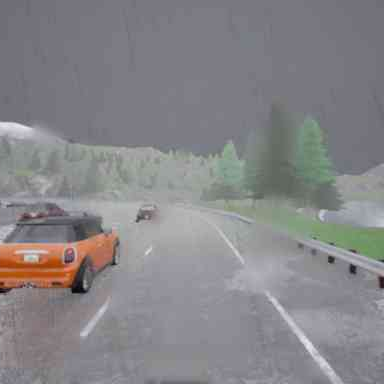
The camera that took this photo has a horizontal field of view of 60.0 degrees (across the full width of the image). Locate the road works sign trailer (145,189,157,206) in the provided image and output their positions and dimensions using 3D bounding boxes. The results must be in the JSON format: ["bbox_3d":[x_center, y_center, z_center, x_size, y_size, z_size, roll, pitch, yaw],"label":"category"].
[{"bbox_3d":[-9.351,1.232,74.571,2.380,3.560,2.880,0,-1,-21],"label":"road works sign trailer"}]

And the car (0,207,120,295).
[{"bbox_3d":[-3.403,1.447,9.171,2.097,1.767,4.553,0,-1,0],"label":"car"}]

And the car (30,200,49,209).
[{"bbox_3d":[-25.797,2.129,56.419,2.033,1.411,5.357,0,-1,-14],"label":"car"}]

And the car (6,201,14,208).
[{"bbox_3d":[-29.027,2.168,54.927,1.895,1.301,4.718,0,-1,-14],"label":"car"}]

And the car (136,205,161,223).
[{"bbox_3d":[-3.715,1.821,28.601,1.812,1.442,4.674,0,0,-3],"label":"car"}]

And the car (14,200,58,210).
[{"bbox_3d":[-10.539,1.600,24.110,2.097,1.767,4.553,0,-1,-2],"label":"car"}]

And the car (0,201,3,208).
[{"bbox_3d":[-32.497,2.039,54.340,1.882,1.535,5.008,0,-1,-14],"label":"car"}]

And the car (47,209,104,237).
[{"bbox_3d":[-6.940,1.812,20.430,1.895,1.301,4.718,0,-1,-1],"label":"car"}]
